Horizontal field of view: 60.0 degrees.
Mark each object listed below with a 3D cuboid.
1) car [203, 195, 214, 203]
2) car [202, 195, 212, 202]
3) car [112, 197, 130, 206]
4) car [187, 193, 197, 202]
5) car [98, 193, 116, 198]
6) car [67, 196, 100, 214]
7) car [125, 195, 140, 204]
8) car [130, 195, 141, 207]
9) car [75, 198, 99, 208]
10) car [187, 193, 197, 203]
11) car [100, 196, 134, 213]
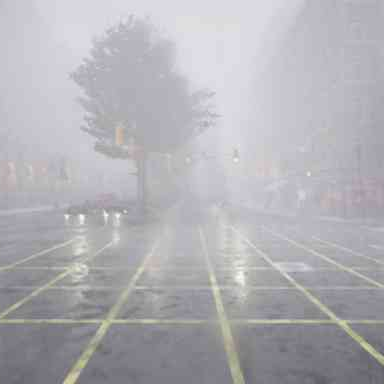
[{"bbox_3d":[3.457,1.559,67.066,1.895,1.301,4.718,0,0,0],"label":"car"},{"bbox_3d":[3.451,1.476,76.099,2.128,1.511,4.902,0,0,0],"label":"car"},{"bbox_3d":[-11.534,1.495,54.481,1.994,1.385,4.181,0,0,0],"label":"car"},{"bbox_3d":[-0.048,1.168,76.126,2.150,2.045,5.566,0,0,0],"label":"car"},{"bbox_3d":[-11.564,1.160,44.597,2.150,2.045,5.566,0,0,1],"label":"car"},{"bbox_3d":[-11.609,1.471,35.185,1.812,1.442,4.674,0,0,0],"label":"car"},{"bbox_3d":[-11.541,1.415,64.714,2.128,1.511,4.902,0,0,0],"label":"car"},{"bbox_3d":[-8.058,1.510,45.822,1.994,1.385,4.181,0,0,1],"label":"car"},{"bbox_3d":[-14.779,1.524,46.889,1.895,1.301,4.718,0,0,0],"label":"car"},{"bbox_3d":[-0.042,1.498,65.885,2.033,1.411,5.357,0,0,0],"label":"car"},{"bbox_3d":[-8.110,1.501,36.586,2.033,1.411,5.357,0,0,0],"label":"car"}]
